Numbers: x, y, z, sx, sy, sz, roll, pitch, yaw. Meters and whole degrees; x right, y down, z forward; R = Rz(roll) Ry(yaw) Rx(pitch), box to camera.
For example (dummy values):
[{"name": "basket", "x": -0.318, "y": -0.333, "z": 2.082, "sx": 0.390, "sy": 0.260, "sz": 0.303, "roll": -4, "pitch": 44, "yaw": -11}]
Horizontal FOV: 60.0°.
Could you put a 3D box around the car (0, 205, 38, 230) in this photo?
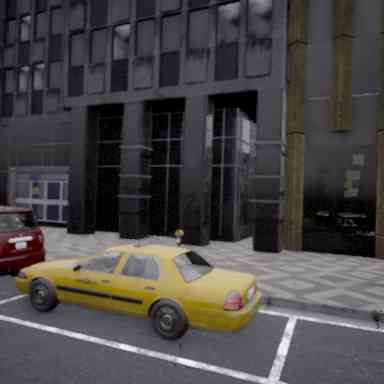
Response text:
[{"name": "car", "x": -6.035, "y": 1.219, "z": 8.371, "sx": 5.009, "sy": 1.841, "sz": 2.192, "roll": 2, "pitch": -1, "yaw": 23}]

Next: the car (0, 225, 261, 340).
[{"name": "car", "x": -1.181, "y": 1.562, "z": 6.343, "sx": 4.829, "sy": 1.417, "sz": 1.752, "roll": 2, "pitch": -1, "yaw": 23}]
